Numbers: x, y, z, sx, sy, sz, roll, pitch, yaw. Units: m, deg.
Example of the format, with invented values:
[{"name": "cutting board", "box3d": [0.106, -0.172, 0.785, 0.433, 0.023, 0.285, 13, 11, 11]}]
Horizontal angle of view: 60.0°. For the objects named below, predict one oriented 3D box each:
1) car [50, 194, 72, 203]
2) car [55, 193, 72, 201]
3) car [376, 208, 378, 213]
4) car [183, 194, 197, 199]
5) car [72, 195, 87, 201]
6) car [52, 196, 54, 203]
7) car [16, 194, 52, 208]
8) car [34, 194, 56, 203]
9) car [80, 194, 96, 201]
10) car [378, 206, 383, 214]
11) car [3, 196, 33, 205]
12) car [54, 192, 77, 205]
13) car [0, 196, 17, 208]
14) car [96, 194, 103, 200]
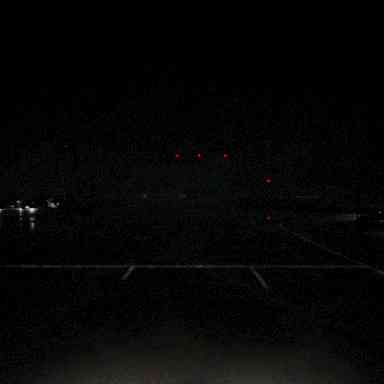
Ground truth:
[{"name": "car", "box3d": [-24.561, 1.239, 62.474, 2.128, 1.511, 4.902, 0, 0, 1]}, {"name": "car", "box3d": [-28.182, 1.056, 73.246, 2.097, 1.767, 4.553, 0, 0, -3]}, {"name": "car", "box3d": [19.460, 1.441, 29.460, 5.357, 1.411, 2.033, 0, 0, 7]}, {"name": "car", "box3d": [-0.158, 1.201, 94.634, 1.895, 1.301, 4.718, 0, 0, -18]}, {"name": "car", "box3d": [-24.635, 1.298, 72.780, 1.895, 1.301, 4.718, 0, 0, -3]}, {"name": "car", "box3d": [-24.607, 1.140, 53.309, 2.097, 1.767, 4.553, 0, 0, 0]}, {"name": "car", "box3d": [-21.118, 1.330, 44.764, 1.837, 1.490, 4.892, 0, 0, 0]}, {"name": "car", "box3d": [-28.032, 1.234, 63.687, 2.128, 1.511, 4.902, 0, 0, 0]}, {"name": "car", "box3d": [-21.041, 1.227, 65.153, 2.128, 1.511, 4.902, 0, 0, 0]}, {"name": "car", "box3d": [17.653, 1.260, 26.037, 4.553, 1.767, 2.097, 0, 0, 6]}, {"name": "car", "box3d": [-28.094, 1.333, 53.940, 2.033, 1.411, 5.357, 0, 0, 1]}, {"name": "car", "box3d": [-21.104, 1.001, 55.316, 2.150, 2.045, 5.566, 0, 0, 0]}, {"name": "car", "box3d": [-24.618, 1.336, 43.492, 1.837, 1.490, 4.892, 0, 0, 0]}, {"name": "car", "box3d": [-21.251, 1.220, 74.417, 2.128, 1.511, 4.902, 0, 0, -3]}]
